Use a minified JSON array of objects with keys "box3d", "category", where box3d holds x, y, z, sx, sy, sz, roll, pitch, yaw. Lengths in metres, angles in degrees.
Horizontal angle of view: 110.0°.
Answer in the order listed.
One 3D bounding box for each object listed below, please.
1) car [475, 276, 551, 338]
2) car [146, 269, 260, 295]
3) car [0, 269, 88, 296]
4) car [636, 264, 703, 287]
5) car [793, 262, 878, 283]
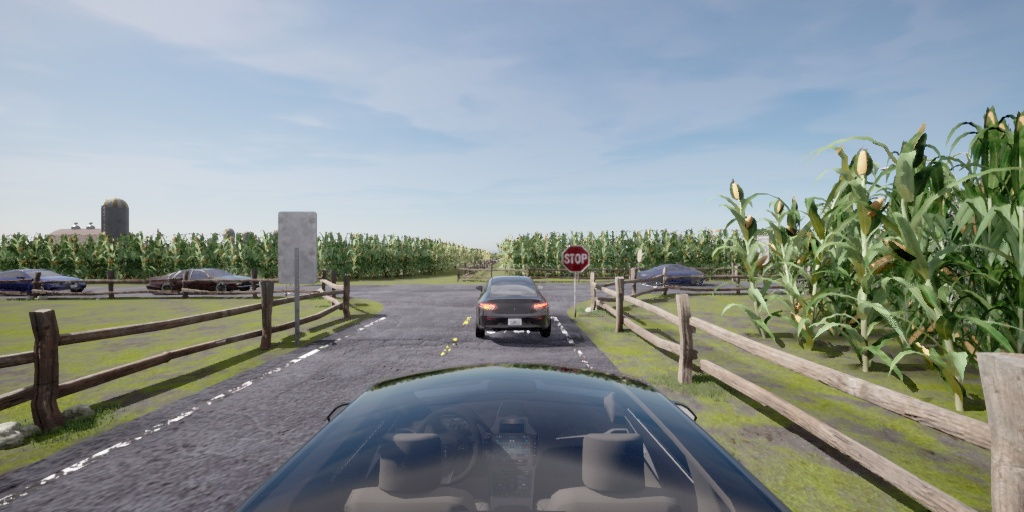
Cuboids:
[{"box3d":[-0.041,1.275,10.132,1.812,1.442,4.674,0,0,-3],"category":"car"},{"box3d":[-17.528,1.429,20.472,5.357,1.411,2.033,0,0,0],"category":"car"},{"box3d":[-27.375,1.487,20.485,4.674,1.442,1.812,0,0,0],"category":"car"},{"box3d":[10.099,1.220,23.379,4.181,1.385,1.994,0,0,0],"category":"car"},{"box3d":[20.843,1.092,23.357,4.892,1.490,1.837,0,0,0],"category":"car"}]
